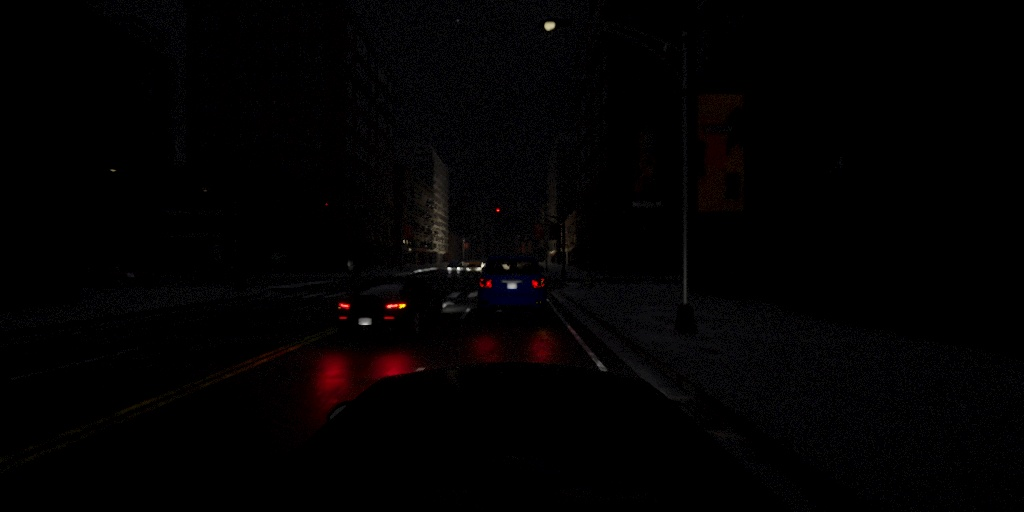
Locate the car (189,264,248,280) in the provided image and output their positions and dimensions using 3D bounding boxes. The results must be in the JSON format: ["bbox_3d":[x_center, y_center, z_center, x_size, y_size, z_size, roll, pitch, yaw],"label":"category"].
[{"bbox_3d":[-25.390,1.383,31.111,4.313,1.339,1.948,0,0,0],"label":"car"}]

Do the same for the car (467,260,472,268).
[{"bbox_3d":[-6.568,1.329,62.291,1.882,1.535,5.008,0,0,0],"label":"car"}]

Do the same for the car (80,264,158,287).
[{"bbox_3d":[-25.428,1.211,23.086,4.097,1.591,1.967,0,0,0],"label":"car"}]

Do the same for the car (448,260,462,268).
[{"bbox_3d":[-9.812,1.378,62.219,1.812,1.442,4.674,0,0,1],"label":"car"}]

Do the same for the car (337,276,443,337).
[{"bbox_3d":[-3.251,1.292,10.276,1.812,1.442,4.674,0,0,0],"label":"car"}]

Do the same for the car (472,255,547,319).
[{"bbox_3d":[0.032,0.990,13.102,2.150,2.045,5.566,0,0,1],"label":"car"}]
